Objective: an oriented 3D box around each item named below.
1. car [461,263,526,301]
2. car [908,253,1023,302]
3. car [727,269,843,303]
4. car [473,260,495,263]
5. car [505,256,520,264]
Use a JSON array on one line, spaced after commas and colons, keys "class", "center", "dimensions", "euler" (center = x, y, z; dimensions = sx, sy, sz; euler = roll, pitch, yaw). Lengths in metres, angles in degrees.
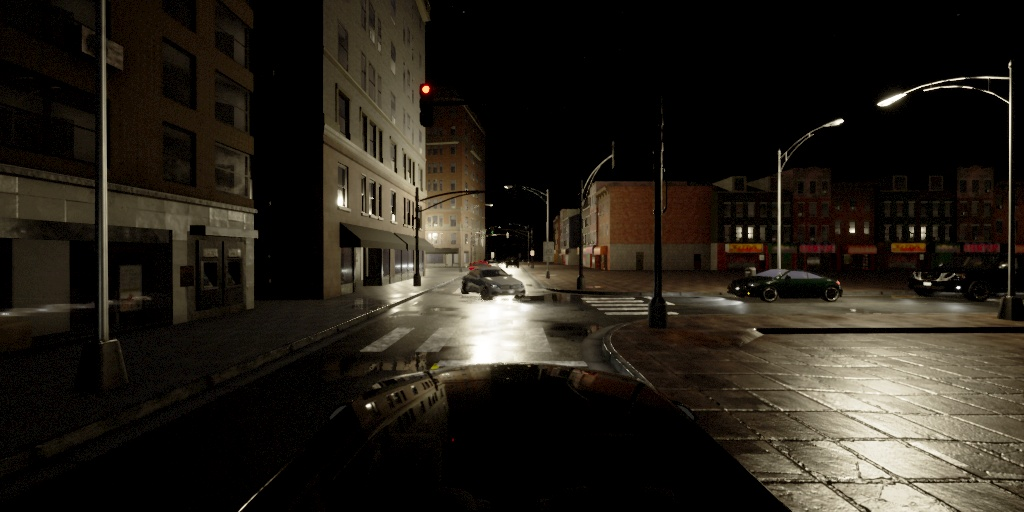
[{"class": "car", "center": [-1.089, 1.275, 17.582], "dimensions": [1.812, 1.442, 4.674], "euler": [0, 0, -27]}, {"class": "car", "center": [21.320, 0.884, 16.038], "dimensions": [5.566, 2.045, 2.150], "euler": [0, 0, 0]}, {"class": "car", "center": [12.042, 1.261, 15.988], "dimensions": [4.181, 1.385, 1.994], "euler": [0, 0, 0]}, {"class": "car", "center": [-2.856, 1.231, 32.159], "dimensions": [1.882, 1.535, 5.008], "euler": [0, 0, 0]}, {"class": "car", "center": [0.077, 0.990, 60.447], "dimensions": [2.150, 2.045, 5.566], "euler": [0, 0, 0]}]
